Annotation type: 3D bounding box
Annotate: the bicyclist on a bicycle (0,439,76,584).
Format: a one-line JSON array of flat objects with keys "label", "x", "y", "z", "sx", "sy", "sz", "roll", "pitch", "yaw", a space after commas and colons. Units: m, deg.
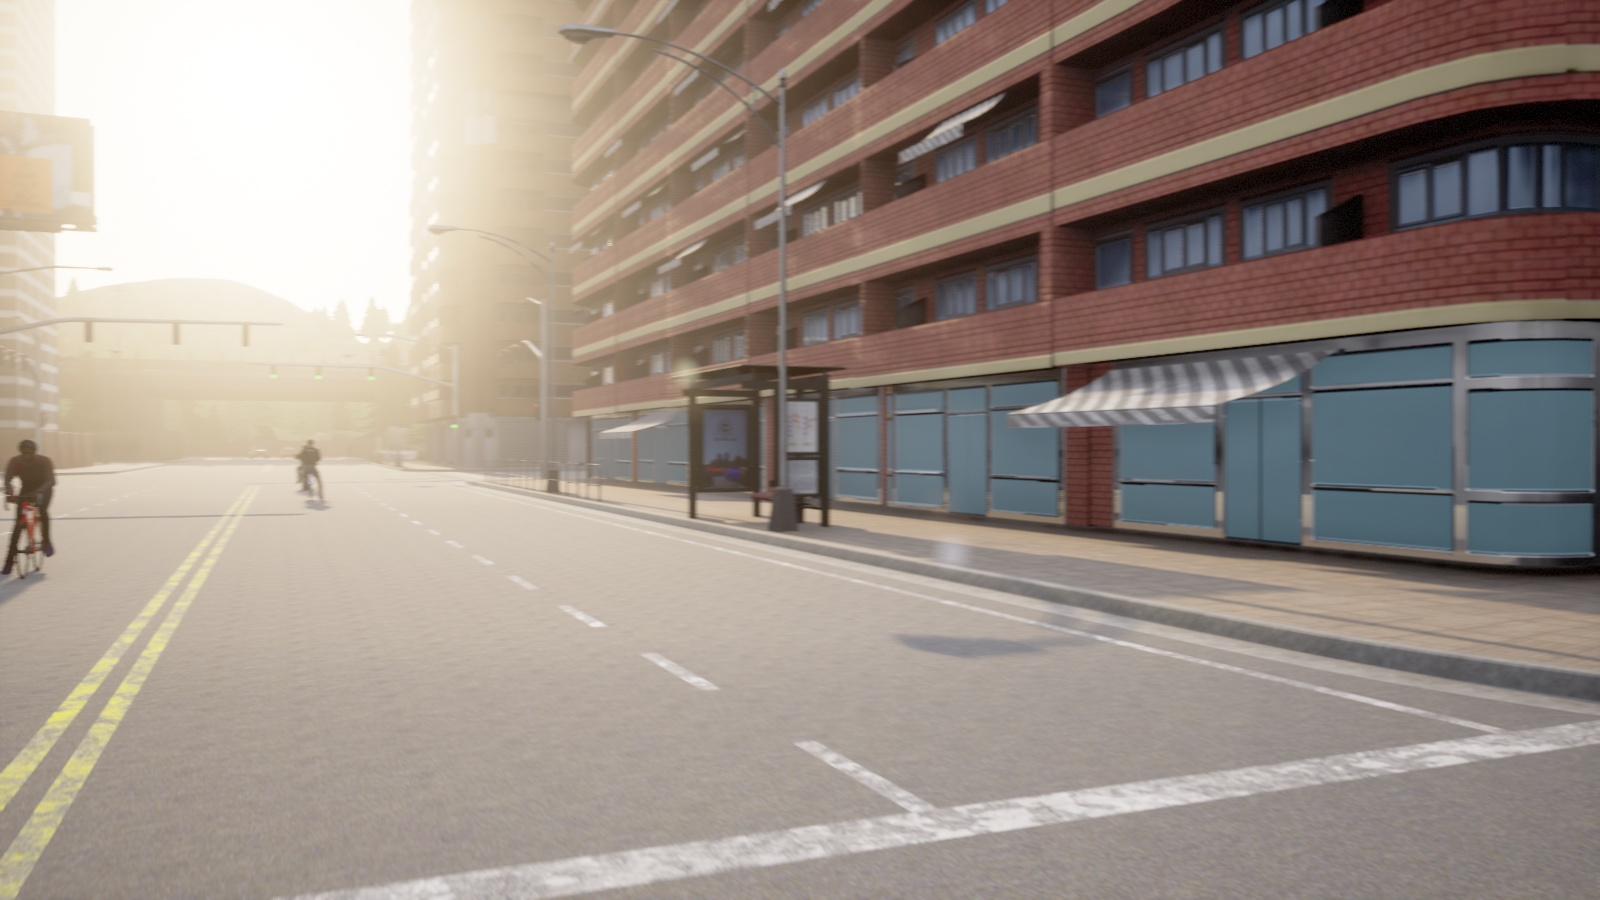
[{"label": "bicyclist on a bicycle", "x": -9.063, "y": 0.683, "z": 14.910, "sx": 0.582, "sy": 1.620, "sz": 1.656, "roll": 0, "pitch": 0, "yaw": -22}]
